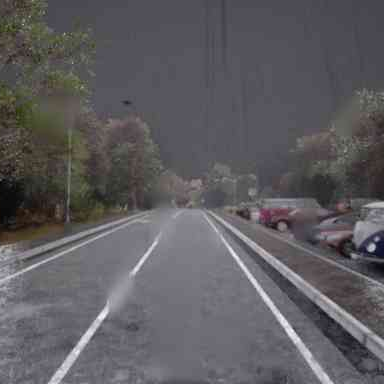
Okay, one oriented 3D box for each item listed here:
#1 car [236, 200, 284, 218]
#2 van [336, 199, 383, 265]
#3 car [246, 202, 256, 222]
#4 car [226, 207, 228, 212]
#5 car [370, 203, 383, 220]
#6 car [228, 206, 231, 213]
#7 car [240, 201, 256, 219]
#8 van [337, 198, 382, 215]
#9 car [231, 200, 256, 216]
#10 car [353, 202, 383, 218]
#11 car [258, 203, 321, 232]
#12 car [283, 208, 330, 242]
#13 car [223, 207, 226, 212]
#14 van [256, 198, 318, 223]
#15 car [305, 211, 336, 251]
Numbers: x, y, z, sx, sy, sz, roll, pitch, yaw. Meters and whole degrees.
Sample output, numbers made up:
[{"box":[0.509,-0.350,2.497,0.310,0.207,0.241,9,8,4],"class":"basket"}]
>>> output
[{"box":[6.976,1.731,34.645,4.553,1.767,2.185,0,-1,0],"class":"car"},{"box":[6.909,1.282,9.667,4.442,1.987,1.878,0,-1,0],"class":"van"},{"box":[6.974,1.778,26.320,4.674,1.452,2.002,0,-1,0],"class":"car"},{"box":[6.932,1.957,40.191,4.892,1.521,2.231,0,-1,0],"class":"car"},{"box":[20.028,1.812,31.705,4.892,1.521,2.231,0,-1,0],"class":"car"},{"box":[6.942,1.902,37.420,5.008,1.535,2.097,0,-1,0],"class":"car"},{"box":[6.992,1.806,29.095,4.792,1.488,2.163,0,-1,0],"class":"car"},{"box":[20.124,1.727,40.136,4.442,1.987,1.878,0,-1,0],"class":"van"},{"box":[6.925,1.564,31.875,5.566,2.045,2.435,0,-1,0],"class":"car"},{"box":[19.840,1.849,34.471,5.366,1.575,1.946,0,-1,0],"class":"car"},{"box":[6.995,1.661,20.768,5.008,1.535,2.097,0,-1,0],"class":"car"},{"box":[6.978,1.614,15.217,4.792,1.488,2.163,0,-1,0],"class":"car"},{"box":[6.732,2.015,42.959,5.366,1.575,1.946,0,-1,0],"class":"car"},{"box":[7.097,1.474,23.548,4.442,1.987,1.878,0,-1,0],"class":"van"},{"box":[7.019,1.586,12.440,4.674,1.452,2.002,0,-1,0],"class":"car"}]
